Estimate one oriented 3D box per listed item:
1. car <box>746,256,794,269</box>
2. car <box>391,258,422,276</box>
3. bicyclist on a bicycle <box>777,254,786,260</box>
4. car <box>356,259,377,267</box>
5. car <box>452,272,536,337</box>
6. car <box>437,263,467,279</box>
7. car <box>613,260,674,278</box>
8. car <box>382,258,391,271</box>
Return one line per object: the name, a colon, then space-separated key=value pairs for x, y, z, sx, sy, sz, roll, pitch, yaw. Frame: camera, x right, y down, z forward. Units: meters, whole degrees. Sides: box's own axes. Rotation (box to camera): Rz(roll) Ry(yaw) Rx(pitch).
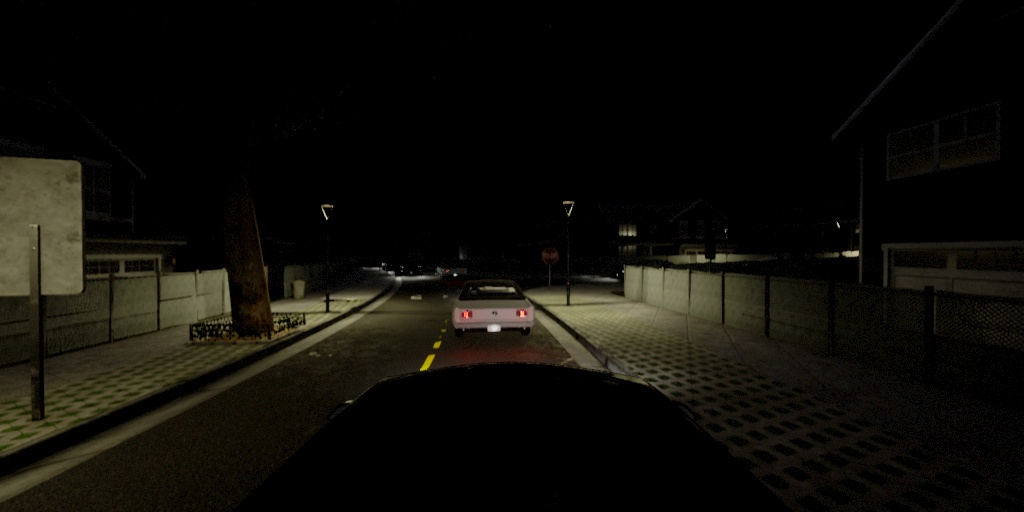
car: x=20.891 y=0.780 z=28.756 sx=4.902 sy=1.511 sz=2.128 roll=-1 pitch=1 yaw=-10
car: x=-10.159 y=0.946 z=34.978 sx=2.097 sy=1.767 sz=4.553 roll=0 pitch=0 yaw=-24
bicyclist on a bicycle: x=16.597 y=0.722 z=22.058 sx=0.582 sy=1.620 sz=1.656 roll=-1 pitch=0 yaw=-9
car: x=-22.685 y=1.121 z=55.921 sx=1.895 sy=1.301 sz=4.718 roll=0 pitch=0 yaw=-38
car: x=-0.617 y=1.314 z=10.194 sx=1.895 sy=1.301 sz=4.718 roll=0 pitch=0 yaw=-6
car: x=-5.259 y=1.211 z=30.639 sx=1.895 sy=1.301 sz=4.718 roll=0 pitch=0 yaw=-19
car: x=10.451 y=0.977 z=27.072 sx=5.357 sy=1.411 sz=2.033 roll=-1 pitch=1 yaw=-9
car: x=-14.778 y=1.059 z=44.270 sx=1.837 sy=1.490 sz=4.892 roll=0 pitch=0 yaw=-29
